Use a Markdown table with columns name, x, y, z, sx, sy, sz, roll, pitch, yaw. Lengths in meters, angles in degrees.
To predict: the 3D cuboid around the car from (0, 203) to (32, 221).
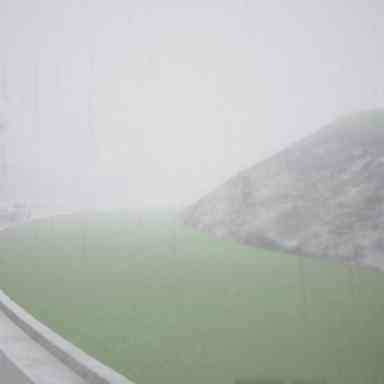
| name | x | y | z | sx | sy | sz | roll | pitch | yaw |
| --- | --- | --- | --- | --- | --- | --- | --- | --- | --- |
| car | -15.149 | 1.614 | 27.873 | 1.812 | 1.442 | 4.674 | 0 | 0 | -5 |
